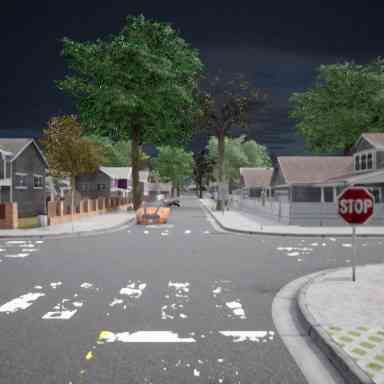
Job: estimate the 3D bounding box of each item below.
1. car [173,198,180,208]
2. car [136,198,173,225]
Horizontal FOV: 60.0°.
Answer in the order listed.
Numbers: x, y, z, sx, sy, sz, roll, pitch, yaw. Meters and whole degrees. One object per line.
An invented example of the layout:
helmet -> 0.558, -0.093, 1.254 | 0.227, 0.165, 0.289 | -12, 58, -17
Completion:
car -> -2.757, 1.546, 50.051 | 2.033, 1.411, 5.357 | 0, 0, 0
car -> -2.753, 1.353, 24.351 | 2.097, 1.767, 4.553 | 0, 0, 0
